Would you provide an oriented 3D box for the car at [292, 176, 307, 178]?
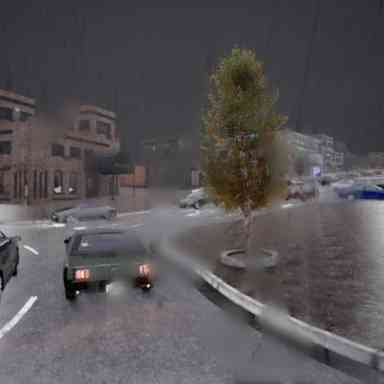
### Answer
[{"bbox_3d":[15.962,-1.625,55.934,5.366,1.575,1.946,-2,3,21],"label":"car"}]

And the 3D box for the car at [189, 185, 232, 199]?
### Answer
[{"bbox_3d":[2.266,0.036,40.509,4.674,1.452,2.002,-2,3,21],"label":"car"}]

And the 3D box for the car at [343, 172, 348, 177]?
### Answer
[{"bbox_3d":[31.288,-3.401,73.561,4.674,1.452,2.002,-2,3,22],"label":"car"}]

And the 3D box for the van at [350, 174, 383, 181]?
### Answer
[{"bbox_3d":[18.243,-0.457,32.672,4.442,1.987,1.878,0,4,23],"label":"van"}]

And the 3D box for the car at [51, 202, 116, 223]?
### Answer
[{"bbox_3d":[-7.308,1.359,22.623,4.181,1.385,1.994,-2,2,-39],"label":"car"}]

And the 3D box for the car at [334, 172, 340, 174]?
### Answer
[{"bbox_3d":[27.406,-2.991,69.170,5.008,1.535,2.097,-2,4,22],"label":"car"}]

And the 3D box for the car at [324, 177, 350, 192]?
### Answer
[{"bbox_3d":[18.970,-0.711,40.096,1.812,1.442,4.674,-6,5,-42],"label":"car"}]

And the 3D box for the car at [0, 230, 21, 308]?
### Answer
[{"bbox_3d":[-4.915,1.462,7.121,2.128,1.511,4.902,0,0,-22],"label":"car"}]

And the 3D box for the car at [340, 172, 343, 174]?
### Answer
[{"bbox_3d":[29.362,-3.344,71.342,4.553,1.767,2.185,-2,3,22],"label":"car"}]

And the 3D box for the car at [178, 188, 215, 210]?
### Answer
[{"bbox_3d":[0.764,0.695,30.978,1.837,1.490,4.892,0,4,41],"label":"car"}]

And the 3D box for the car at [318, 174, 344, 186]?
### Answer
[{"bbox_3d":[22.592,-1.683,54.027,1.895,1.301,4.718,0,5,41],"label":"car"}]

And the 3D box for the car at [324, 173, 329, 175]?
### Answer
[{"bbox_3d":[23.528,-2.532,64.788,4.892,1.521,2.231,-2,4,22],"label":"car"}]

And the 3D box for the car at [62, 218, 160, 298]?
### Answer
[{"bbox_3d":[-2.294,1.586,8.585,1.895,1.301,4.718,0,0,-20],"label":"car"}]

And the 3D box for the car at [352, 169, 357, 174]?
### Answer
[{"bbox_3d":[35.182,-3.870,77.919,5.008,1.535,2.097,-2,3,22],"label":"car"}]

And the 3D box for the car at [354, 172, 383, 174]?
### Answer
[{"bbox_3d":[20.144,-0.715,34.906,5.566,2.045,2.435,0,5,23],"label":"car"}]

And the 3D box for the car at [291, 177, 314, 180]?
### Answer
[{"bbox_3d":[14.855,-0.872,46.346,4.181,1.385,1.994,-6,5,-42],"label":"car"}]

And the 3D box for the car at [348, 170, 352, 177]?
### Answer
[{"bbox_3d":[33.249,-3.783,75.714,4.553,1.767,2.185,-2,3,22],"label":"car"}]

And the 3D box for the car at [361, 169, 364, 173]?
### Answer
[{"bbox_3d":[38.905,-4.273,82.359,5.366,1.575,1.946,-2,3,22],"label":"car"}]

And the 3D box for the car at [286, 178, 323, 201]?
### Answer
[{"bbox_3d":[11.162,-0.119,33.811,2.097,1.767,4.553,1,5,42],"label":"car"}]

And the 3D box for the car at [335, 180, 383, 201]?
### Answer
[{"bbox_3d":[16.100,0.003,30.549,5.008,1.535,2.097,0,4,23],"label":"car"}]

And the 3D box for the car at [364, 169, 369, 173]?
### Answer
[{"bbox_3d":[40.986,-4.716,84.465,5.566,2.045,2.435,-2,3,22],"label":"car"}]

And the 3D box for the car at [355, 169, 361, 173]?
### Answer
[{"bbox_3d":[37.120,-4.074,80.110,5.008,1.535,2.097,-2,3,22],"label":"car"}]
